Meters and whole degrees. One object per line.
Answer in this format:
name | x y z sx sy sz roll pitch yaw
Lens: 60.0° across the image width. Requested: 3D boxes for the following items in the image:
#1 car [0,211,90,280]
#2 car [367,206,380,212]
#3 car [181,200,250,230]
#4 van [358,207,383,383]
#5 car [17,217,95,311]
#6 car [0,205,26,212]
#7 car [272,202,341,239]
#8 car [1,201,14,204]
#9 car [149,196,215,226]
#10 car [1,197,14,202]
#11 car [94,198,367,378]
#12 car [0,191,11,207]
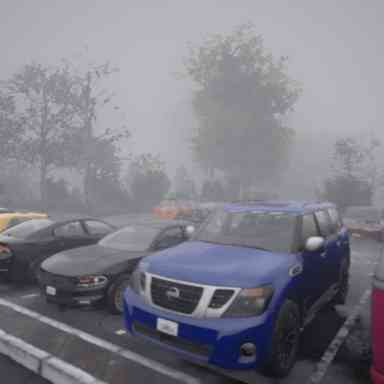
car | -3.257 1.384 9.368 2.097 1.535 5.008 1 0 36
car | 8.508 1.473 16.383 2.163 1.488 4.792 1 0 36
car | 1.636 1.349 21.335 2.097 1.535 5.008 1 0 36
van | 3.708 1.252 4.531 1.878 1.987 4.442 1 0 36
car | -0.954 1.415 7.732 2.097 1.535 5.008 1 0 36
car | -5.444 1.349 11.168 1.946 1.575 5.366 1 0 36
car | 6.335 1.414 17.984 2.231 1.521 4.892 1 0 36
car | -10.146 1.330 14.309 2.002 1.452 4.674 1 0 36
car | -0.572 1.194 22.885 2.185 1.767 4.553 1 0 36
car | -23.876 1.025 39.875 2.185 1.767 4.553 1 1 35
car | 1.326 1.195 6.058 2.435 2.045 5.566 1 0 36
car | -26.109 0.864 41.538 2.435 2.045 5.566 1 1 35
